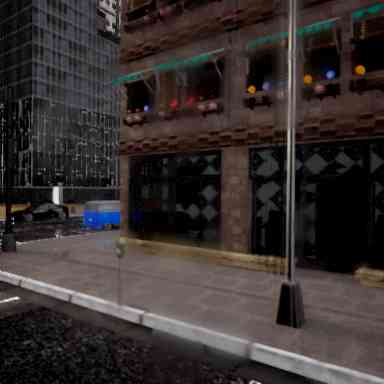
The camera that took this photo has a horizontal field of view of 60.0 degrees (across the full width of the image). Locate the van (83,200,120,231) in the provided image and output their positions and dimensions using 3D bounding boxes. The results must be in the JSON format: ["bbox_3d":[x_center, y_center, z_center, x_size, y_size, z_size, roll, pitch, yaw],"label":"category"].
[{"bbox_3d":[-4.935,1.414,21.150,1.690,1.788,3.998,1,1,35],"label":"van"}]

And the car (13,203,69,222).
[{"bbox_3d":[-11.763,1.538,26.015,1.947,1.339,4.313,1,1,35],"label":"car"}]
